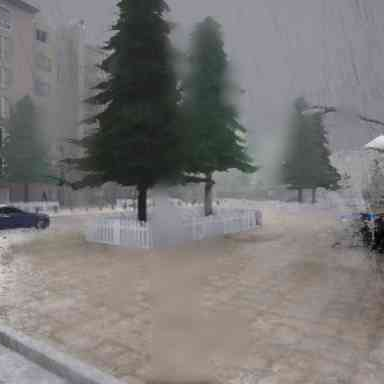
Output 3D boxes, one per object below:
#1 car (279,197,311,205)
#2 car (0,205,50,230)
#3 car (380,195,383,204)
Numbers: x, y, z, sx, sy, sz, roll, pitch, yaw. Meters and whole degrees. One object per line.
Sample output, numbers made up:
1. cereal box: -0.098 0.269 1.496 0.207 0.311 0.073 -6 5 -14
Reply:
1. car: 16.511 1.463 52.388 5.357 1.411 2.033 0 0 11
2. car: -10.118 1.442 18.062 1.812 1.442 4.674 1 0 38
3. car: 34.686 1.355 59.533 1.845 1.501 3.633 0 0 34
